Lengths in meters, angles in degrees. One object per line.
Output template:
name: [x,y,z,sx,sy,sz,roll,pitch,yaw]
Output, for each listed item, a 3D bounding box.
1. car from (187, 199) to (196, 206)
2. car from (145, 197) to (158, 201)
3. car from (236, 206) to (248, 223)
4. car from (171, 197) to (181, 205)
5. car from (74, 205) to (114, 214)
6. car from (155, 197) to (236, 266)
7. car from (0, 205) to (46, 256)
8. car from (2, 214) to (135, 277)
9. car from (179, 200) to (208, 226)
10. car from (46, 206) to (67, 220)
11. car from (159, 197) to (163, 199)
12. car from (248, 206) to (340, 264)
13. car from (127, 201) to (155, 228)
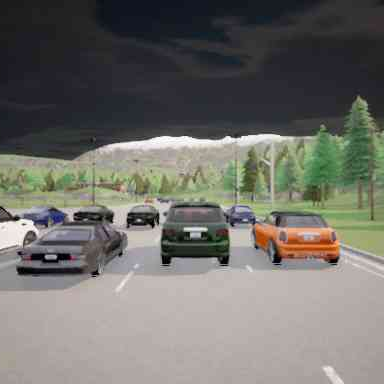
car: [-0.043,2.196,69.395,1.895,1.301,4.718,0,0,1]
car: [-10.488,2.074,83.856,2.097,1.767,4.553,0,0,0]
car: [3.602,1.738,24.739,1.812,1.442,4.674,0,0,0]
car: [-3.502,2.000,75.147,2.097,1.767,4.553,0,0,0]
car: [-6.896,1.683,23.860,1.882,1.535,5.008,0,0,0]
car: [0.102,1.328,12.161,2.150,2.045,5.566,0,0,0]
car: [-6.902,1.309,10.257,2.150,2.045,5.566,0,-1,0]
car: [-3.403,1.639,10.544,2.033,1.411,5.357,0,0,0]
car: [0.104,1.573,25.780,2.097,1.767,4.553,0,-1,0]
car: [-10.395,1.728,23.541,1.812,1.442,4.674,0,0,0]
car: [-6.988,2.271,87.033,1.812,1.442,4.674,0,0,0]
car: [3.600,1.459,12.350,2.097,1.767,4.553,0,-1,0]
car: [-3.396,1.682,23.763,1.882,1.535,5.008,0,0,0]
